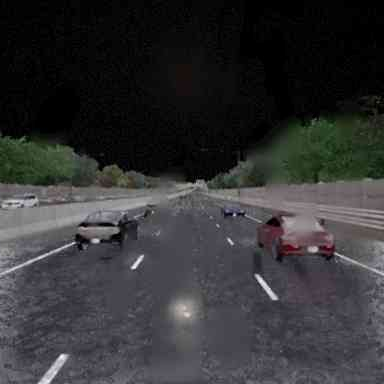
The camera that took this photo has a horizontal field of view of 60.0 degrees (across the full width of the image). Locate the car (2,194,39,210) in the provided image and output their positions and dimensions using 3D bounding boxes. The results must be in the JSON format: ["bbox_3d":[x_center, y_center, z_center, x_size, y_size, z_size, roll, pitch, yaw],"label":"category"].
[{"bbox_3d":[-21.056,1.302,41.147,2.150,2.045,5.566,0,0,0],"label":"car"}]

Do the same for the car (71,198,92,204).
[{"bbox_3d":[-17.525,1.671,52.981,2.033,1.411,5.357,0,0,1],"label":"car"}]

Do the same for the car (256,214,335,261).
[{"bbox_3d":[3.606,1.541,12.209,1.812,1.442,4.674,0,0,0],"label":"car"}]

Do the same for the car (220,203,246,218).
[{"bbox_3d":[3.614,1.655,30.342,1.895,1.301,4.718,0,0,0],"label":"car"}]

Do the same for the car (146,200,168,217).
[{"bbox_3d":[-3.386,1.562,31.599,1.837,1.490,4.892,0,0,0],"label":"car"}]

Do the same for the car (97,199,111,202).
[{"bbox_3d":[-14.028,1.726,53.344,1.895,1.301,4.718,0,0,1],"label":"car"}]

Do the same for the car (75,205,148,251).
[{"bbox_3d":[-3.393,1.510,14.115,2.128,1.511,4.902,0,0,0],"label":"car"}]
